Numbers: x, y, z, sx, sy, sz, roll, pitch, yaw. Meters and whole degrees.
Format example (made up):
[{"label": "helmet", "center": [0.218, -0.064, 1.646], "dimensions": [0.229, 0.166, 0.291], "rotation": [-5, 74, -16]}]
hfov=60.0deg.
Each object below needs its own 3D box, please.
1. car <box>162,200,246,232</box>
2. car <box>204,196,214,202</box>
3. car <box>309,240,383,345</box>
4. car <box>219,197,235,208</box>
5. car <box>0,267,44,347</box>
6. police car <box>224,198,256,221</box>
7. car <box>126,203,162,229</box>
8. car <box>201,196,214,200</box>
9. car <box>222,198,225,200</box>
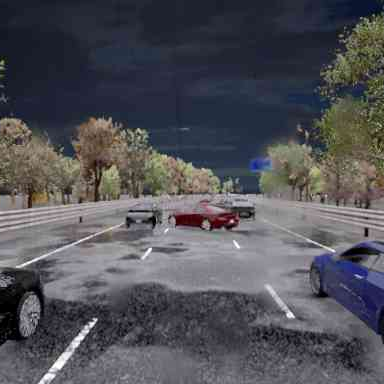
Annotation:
[{"label": "car", "center": [0.573, 1.471, 20.225], "dimensions": [1.882, 1.535, 5.008], "rotation": [0, 0, -41]}, {"label": "car", "center": [4.075, 1.574, 78.654], "dimensions": [2.033, 1.411, 5.357], "rotation": [0, 0, 6]}, {"label": "car", "center": [3.527, 1.522, 5.573], "dimensions": [1.812, 1.442, 4.674], "rotation": [0, 0, 0]}, {"label": "car", "center": [5.112, 1.554, 49.049], "dimensions": [2.033, 1.411, 5.357], "rotation": [0, 0, 4]}, {"label": "car", "center": [-3.366, 1.489, 3.588], "dimensions": [2.128, 1.511, 4.902], "rotation": [0, 0, 0]}, {"label": "police car", "center": [4.019, 1.421, 27.432], "dimensions": [1.930, 1.638, 5.238], "rotation": [0, 0, 2]}, {"label": "car", "center": [-3.046, 1.485, 21.870], "dimensions": [2.128, 1.511, 4.902], "rotation": [0, 0, 2]}, {"label": "car", "center": [2.651, 1.622, 63.134], "dimensions": [1.895, 1.301, 4.718], "rotation": [0, 0, 6]}, {"label": "car", "center": [4.488, 1.493, 38.189], "dimensions": [2.128, 1.511, 4.902], "rotation": [0, 0, 3]}]
